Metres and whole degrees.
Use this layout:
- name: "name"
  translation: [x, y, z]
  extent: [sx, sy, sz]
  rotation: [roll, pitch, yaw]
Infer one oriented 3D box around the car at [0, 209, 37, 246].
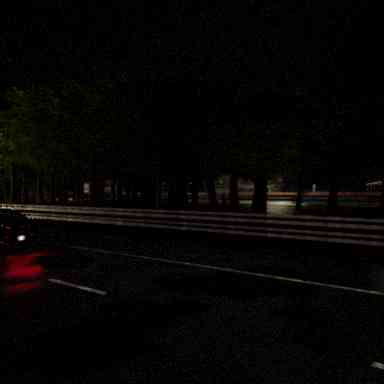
- name: "car"
  translation: [-8.493, 1.487, 13.980]
  extent: [4.892, 1.490, 1.837]
  rotation: [0, 0, 34]
